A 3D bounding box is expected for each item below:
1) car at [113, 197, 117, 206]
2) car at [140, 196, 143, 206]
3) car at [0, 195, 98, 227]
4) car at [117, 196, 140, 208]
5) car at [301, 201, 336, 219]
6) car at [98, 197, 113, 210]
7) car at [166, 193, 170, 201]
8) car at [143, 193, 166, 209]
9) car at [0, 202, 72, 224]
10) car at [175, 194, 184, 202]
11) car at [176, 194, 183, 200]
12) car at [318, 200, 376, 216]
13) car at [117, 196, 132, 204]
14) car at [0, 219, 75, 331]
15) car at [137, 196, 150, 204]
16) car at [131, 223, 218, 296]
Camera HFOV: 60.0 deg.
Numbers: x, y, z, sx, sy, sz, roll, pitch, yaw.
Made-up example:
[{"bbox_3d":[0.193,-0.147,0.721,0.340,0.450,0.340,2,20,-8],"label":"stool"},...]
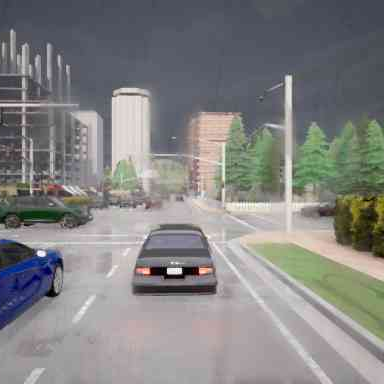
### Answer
[{"bbox_3d":[-12.635,1.547,53.858,2.033,1.411,5.357,0,0,-2],"label":"car"},{"bbox_3d":[-9.175,1.564,55.191,1.994,1.385,4.181,0,0,-2],"label":"car"},{"bbox_3d":[-9.128,1.223,20.742,5.566,2.045,2.150,0,0,-1],"label":"car"},{"bbox_3d":[-8.881,1.564,46.829,1.994,1.385,4.181,0,0,-2],"label":"car"},{"bbox_3d":[11.779,1.478,28.178,5.008,1.535,1.882,0,0,-1],"label":"car"},{"bbox_3d":[-12.278,1.547,43.820,2.033,1.411,5.357,0,0,-2],"label":"car"},{"bbox_3d":[-6.512,1.225,80.565,2.150,2.045,5.566,0,0,-2],"label":"car"},{"bbox_3d":[-5.159,1.352,46.059,2.097,1.767,4.553,0,0,-2],"label":"car"},{"bbox_3d":[-11.597,1.492,24.214,4.902,1.511,2.128,0,0,-1],"label":"car"},{"bbox_3d":[-2.831,1.493,75.659,1.837,1.490,4.892,0,0,-2],"label":"car"},{"bbox_3d":[-3.167,1.326,84.873,1.837,1.490,4.892,0,0,-2],"label":"car"},{"bbox_3d":[14.714,1.526,31.691,4.674,1.442,1.812,0,0,-1],"label":"car"},{"bbox_3d":[-12.963,1.547,64.406,2.033,1.411,5.357,0,0,-1],"label":"car"},{"bbox_3d":[-3.723,1.478,5.526,1.882,1.535,5.008,0,0,-3],"label":"car"},{"bbox_3d":[-9.486,1.564,65.144,1.994,1.385,4.181,0,0,-1],"label":"car"},{"bbox_3d":[-0.409,1.547,8.820,2.033,1.411,5.357,0,0,-2],"label":"car"}]
